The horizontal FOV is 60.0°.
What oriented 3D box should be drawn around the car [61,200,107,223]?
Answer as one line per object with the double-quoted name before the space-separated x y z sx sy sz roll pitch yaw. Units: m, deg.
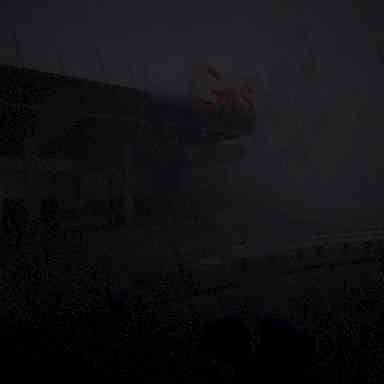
"car" -7.389 1.304 23.631 3.633 1.501 1.845 -1 1 -35
